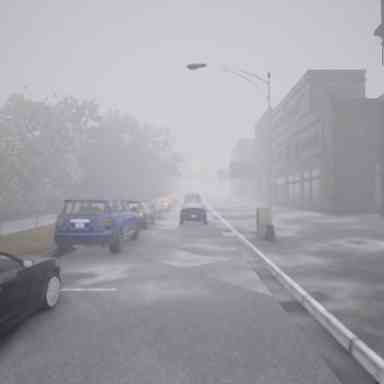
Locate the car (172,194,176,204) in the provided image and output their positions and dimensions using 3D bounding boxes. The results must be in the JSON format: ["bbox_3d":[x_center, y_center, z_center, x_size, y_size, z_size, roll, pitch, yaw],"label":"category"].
[{"bbox_3d":[-3.652,1.424,44.432,2.002,1.452,4.674,0,0,2],"label":"car"}]

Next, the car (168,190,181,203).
[{"bbox_3d":[-3.628,1.011,57.688,2.185,1.767,4.553,2,2,2],"label":"car"}]

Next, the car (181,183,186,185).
[{"bbox_3d":[-3.655,-0.673,91.110,2.185,1.767,4.553,0,4,2],"label":"car"}]

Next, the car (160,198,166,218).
[{"bbox_3d":[-3.662,1.506,27.048,2.163,1.488,4.792,-1,1,2],"label":"car"}]

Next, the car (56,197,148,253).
[{"bbox_3d":[-3.650,1.216,13.790,2.435,2.045,5.566,0,0,2],"label":"car"}]

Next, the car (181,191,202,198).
[{"bbox_3d":[0.100,1.138,42.995,2.150,2.045,5.566,0,0,0],"label":"car"}]

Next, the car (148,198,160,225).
[{"bbox_3d":[-3.653,1.337,21.444,2.185,1.767,4.553,0,1,2],"label":"car"}]

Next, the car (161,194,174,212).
[{"bbox_3d":[-3.644,1.412,38.295,1.946,1.575,5.366,0,1,2],"label":"car"}]

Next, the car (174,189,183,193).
[{"bbox_3d":[-3.631,0.723,68.706,1.946,1.575,5.366,1,3,2],"label":"car"}]

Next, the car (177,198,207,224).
[{"bbox_3d":[0.099,1.447,24.668,1.882,1.535,5.008,0,0,0],"label":"car"}]

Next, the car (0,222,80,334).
[{"bbox_3d":[-3.651,1.496,4.837,2.097,1.535,5.008,0,0,2],"label":"car"}]

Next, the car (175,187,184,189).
[{"bbox_3d":[-3.634,0.463,74.440,2.231,1.521,4.892,1,3,2],"label":"car"}]

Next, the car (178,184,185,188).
[{"bbox_3d":[-3.655,-0.323,85.550,2.185,1.767,4.553,0,4,2],"label":"car"}]
